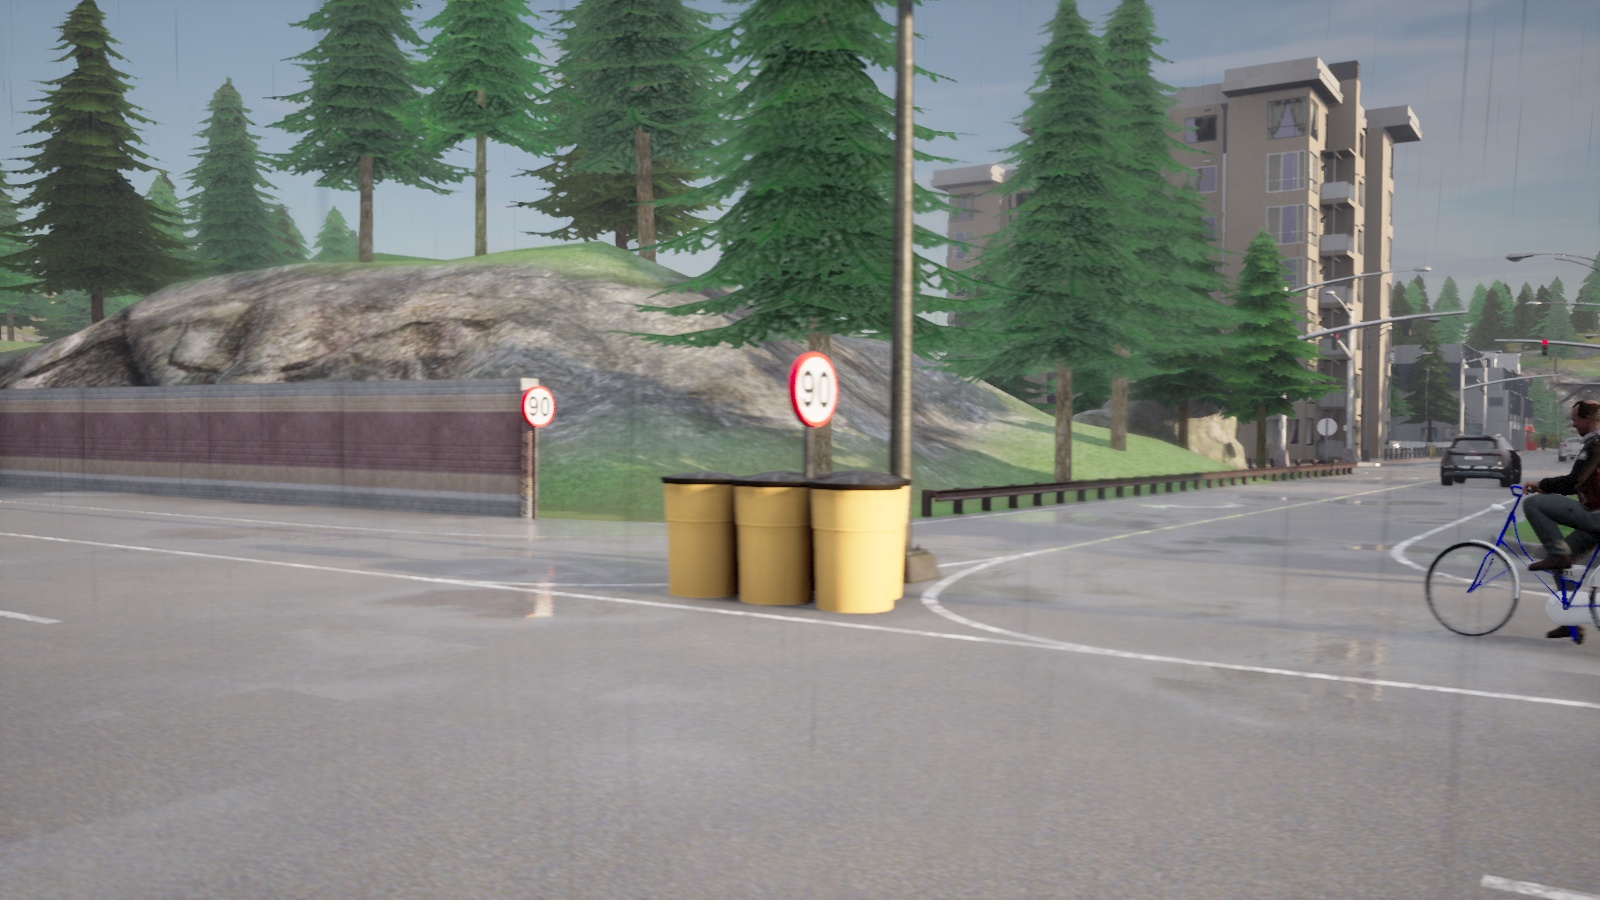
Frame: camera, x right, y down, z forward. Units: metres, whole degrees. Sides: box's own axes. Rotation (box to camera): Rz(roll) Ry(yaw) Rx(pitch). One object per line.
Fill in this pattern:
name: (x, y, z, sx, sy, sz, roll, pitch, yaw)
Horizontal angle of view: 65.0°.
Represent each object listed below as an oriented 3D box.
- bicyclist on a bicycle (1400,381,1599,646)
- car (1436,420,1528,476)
bicyclist on a bicycle: (5.362, 0.432, 8.918, 0.659, 1.776, 1.843, 2, -1, -41)
car: (21.550, -0.094, 39.590, 2.033, 1.649, 4.856, 0, 1, 34)
